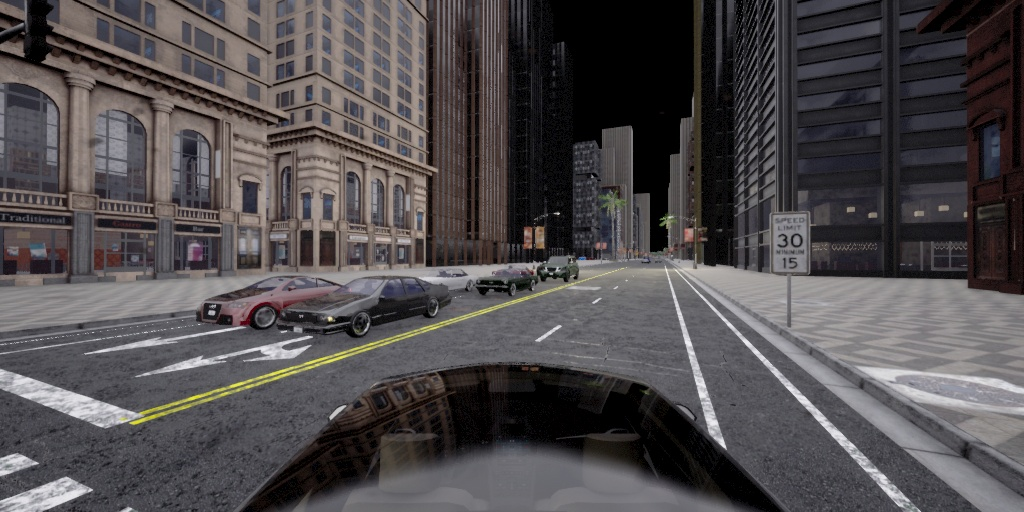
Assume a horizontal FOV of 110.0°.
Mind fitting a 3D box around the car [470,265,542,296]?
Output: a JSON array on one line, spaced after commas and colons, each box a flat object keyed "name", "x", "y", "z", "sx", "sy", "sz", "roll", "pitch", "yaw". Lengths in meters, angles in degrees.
[{"name": "car", "x": -0.151, "y": 1.357, "z": 19.486, "sx": 1.895, "sy": 1.301, "sz": 4.718, "roll": 0, "pitch": 0, "yaw": 23}]

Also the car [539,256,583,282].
[{"name": "car", "x": 3.990, "y": 0.986, "z": 29.349, "sx": 2.150, "sy": 2.045, "sz": 5.566, "roll": 0, "pitch": 0, "yaw": 23}]

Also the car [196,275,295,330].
[{"name": "car", "x": -7.121, "y": 1.315, "z": 11.264, "sx": 1.994, "sy": 1.385, "sz": 4.181, "roll": 0, "pitch": 0, "yaw": 23}]

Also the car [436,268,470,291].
[{"name": "car", "x": -3.736, "y": 1.356, "z": 19.345, "sx": 1.895, "sy": 1.301, "sz": 4.718, "roll": 0, "pitch": 0, "yaw": 23}]

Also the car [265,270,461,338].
[{"name": "car", "x": -3.861, "y": 1.299, "z": 10.644, "sx": 2.033, "sy": 1.411, "sz": 5.357, "roll": 0, "pitch": 0, "yaw": 23}]

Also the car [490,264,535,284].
[{"name": "car", "x": 0.118, "y": 1.364, "z": 28.530, "sx": 1.895, "sy": 1.301, "sz": 4.718, "roll": 0, "pitch": 0, "yaw": 23}]
